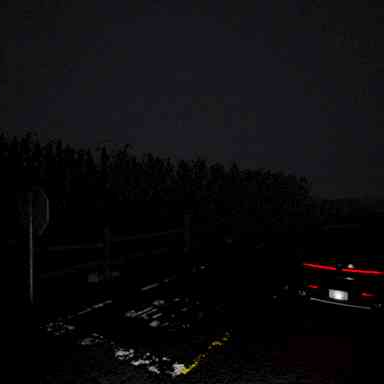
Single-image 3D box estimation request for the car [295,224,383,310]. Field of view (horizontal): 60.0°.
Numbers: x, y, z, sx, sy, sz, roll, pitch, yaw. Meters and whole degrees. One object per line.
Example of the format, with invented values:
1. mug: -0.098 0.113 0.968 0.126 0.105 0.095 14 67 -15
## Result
1. car: 3.804 1.497 7.676 1.837 1.490 4.892 0 0 33
